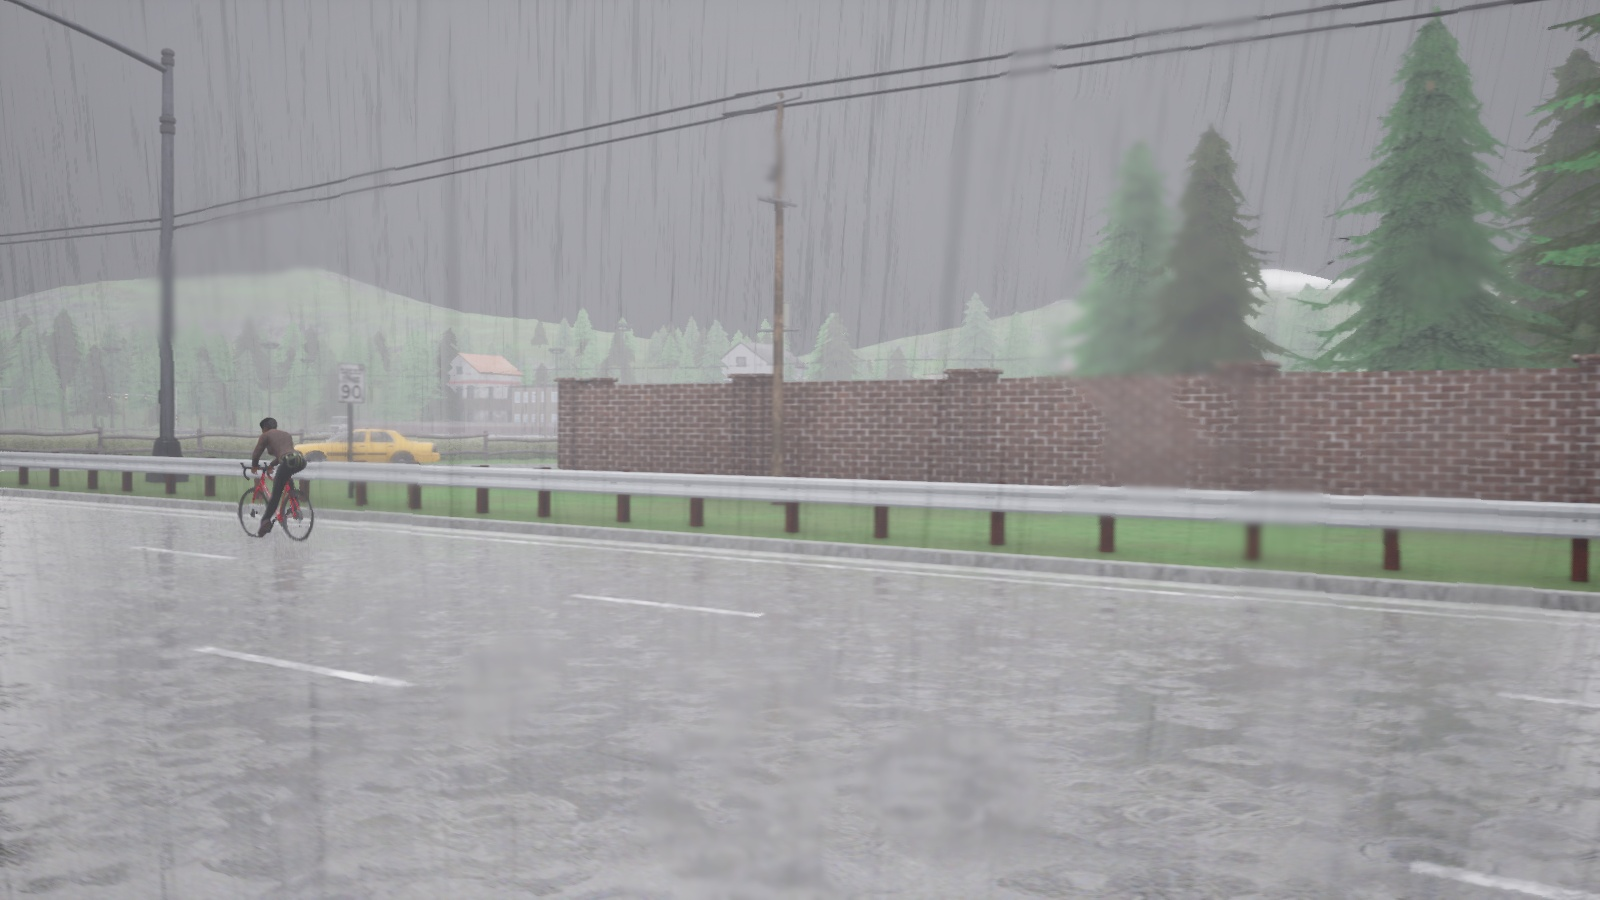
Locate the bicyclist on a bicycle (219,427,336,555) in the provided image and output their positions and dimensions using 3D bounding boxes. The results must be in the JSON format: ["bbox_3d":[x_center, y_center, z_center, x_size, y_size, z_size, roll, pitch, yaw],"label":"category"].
[{"bbox_3d":[-6.933,0.520,16.631,1.656,1.620,0.582,0,1,34],"label":"bicyclist on a bicycle"}]

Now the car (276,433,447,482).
[{"bbox_3d":[-15.220,0.212,43.708,5.366,1.575,1.801,-1,1,-30],"label":"car"}]
